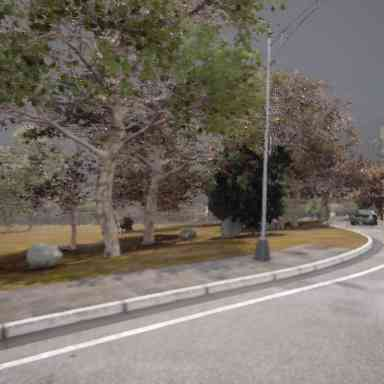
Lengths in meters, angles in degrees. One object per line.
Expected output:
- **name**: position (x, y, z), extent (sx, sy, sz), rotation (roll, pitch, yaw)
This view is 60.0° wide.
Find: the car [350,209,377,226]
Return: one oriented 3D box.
- **car**: position (17.757, 2.546, 34.347), extent (2.097, 1.767, 4.553), rotation (1, -2, 34)
